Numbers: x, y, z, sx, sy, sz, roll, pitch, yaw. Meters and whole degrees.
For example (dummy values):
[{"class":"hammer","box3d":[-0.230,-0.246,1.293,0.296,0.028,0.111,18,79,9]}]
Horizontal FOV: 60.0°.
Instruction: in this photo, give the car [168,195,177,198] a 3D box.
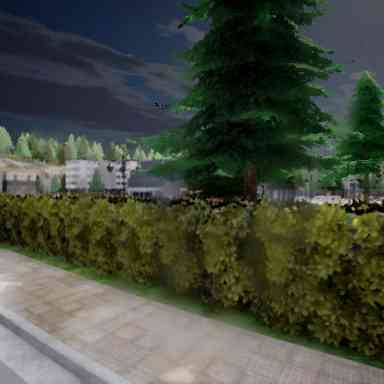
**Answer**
[{"class":"car","box3d":[-3.295,1.319,56.098,1.845,1.501,3.633,0,0,43]}]

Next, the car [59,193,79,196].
[{"class":"car","box3d":[-28.350,1.047,79.501,2.152,1.636,5.027,0,0,43]}]

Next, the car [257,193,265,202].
[{"class":"car","box3d":[9.092,1.177,48.924,2.150,2.045,5.566,0,0,43]}]

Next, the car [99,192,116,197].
[{"class":"car","box3d":[-16.679,1.014,68.991,1.932,1.855,4.605,0,0,43]}]
